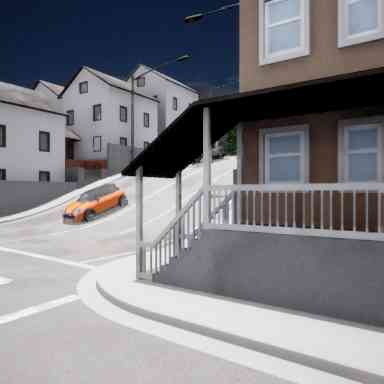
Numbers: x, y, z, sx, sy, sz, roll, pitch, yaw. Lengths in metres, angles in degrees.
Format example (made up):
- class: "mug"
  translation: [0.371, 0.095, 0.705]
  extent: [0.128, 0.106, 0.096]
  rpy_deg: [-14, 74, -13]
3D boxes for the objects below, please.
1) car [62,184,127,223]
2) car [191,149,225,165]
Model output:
- class: "car"
  translation: [-6.611, 0.632, 22.521]
  extent: [2.097, 1.767, 4.553]
  rpy_deg: [0, 17, 34]
- class: "car"
  translation: [1.557, -3.680, 34.460]
  extent: [1.895, 1.301, 4.718]
  rpy_deg: [0, 13, 35]
